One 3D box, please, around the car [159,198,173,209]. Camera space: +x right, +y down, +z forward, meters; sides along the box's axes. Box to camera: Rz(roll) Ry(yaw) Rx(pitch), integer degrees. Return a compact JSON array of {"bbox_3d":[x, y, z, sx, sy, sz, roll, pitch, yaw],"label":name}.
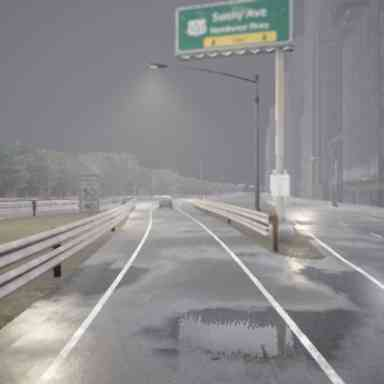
[{"bbox_3d":[-3.548,1.549,45.832,2.128,1.511,4.902,0,0,-3],"label":"car"}]
